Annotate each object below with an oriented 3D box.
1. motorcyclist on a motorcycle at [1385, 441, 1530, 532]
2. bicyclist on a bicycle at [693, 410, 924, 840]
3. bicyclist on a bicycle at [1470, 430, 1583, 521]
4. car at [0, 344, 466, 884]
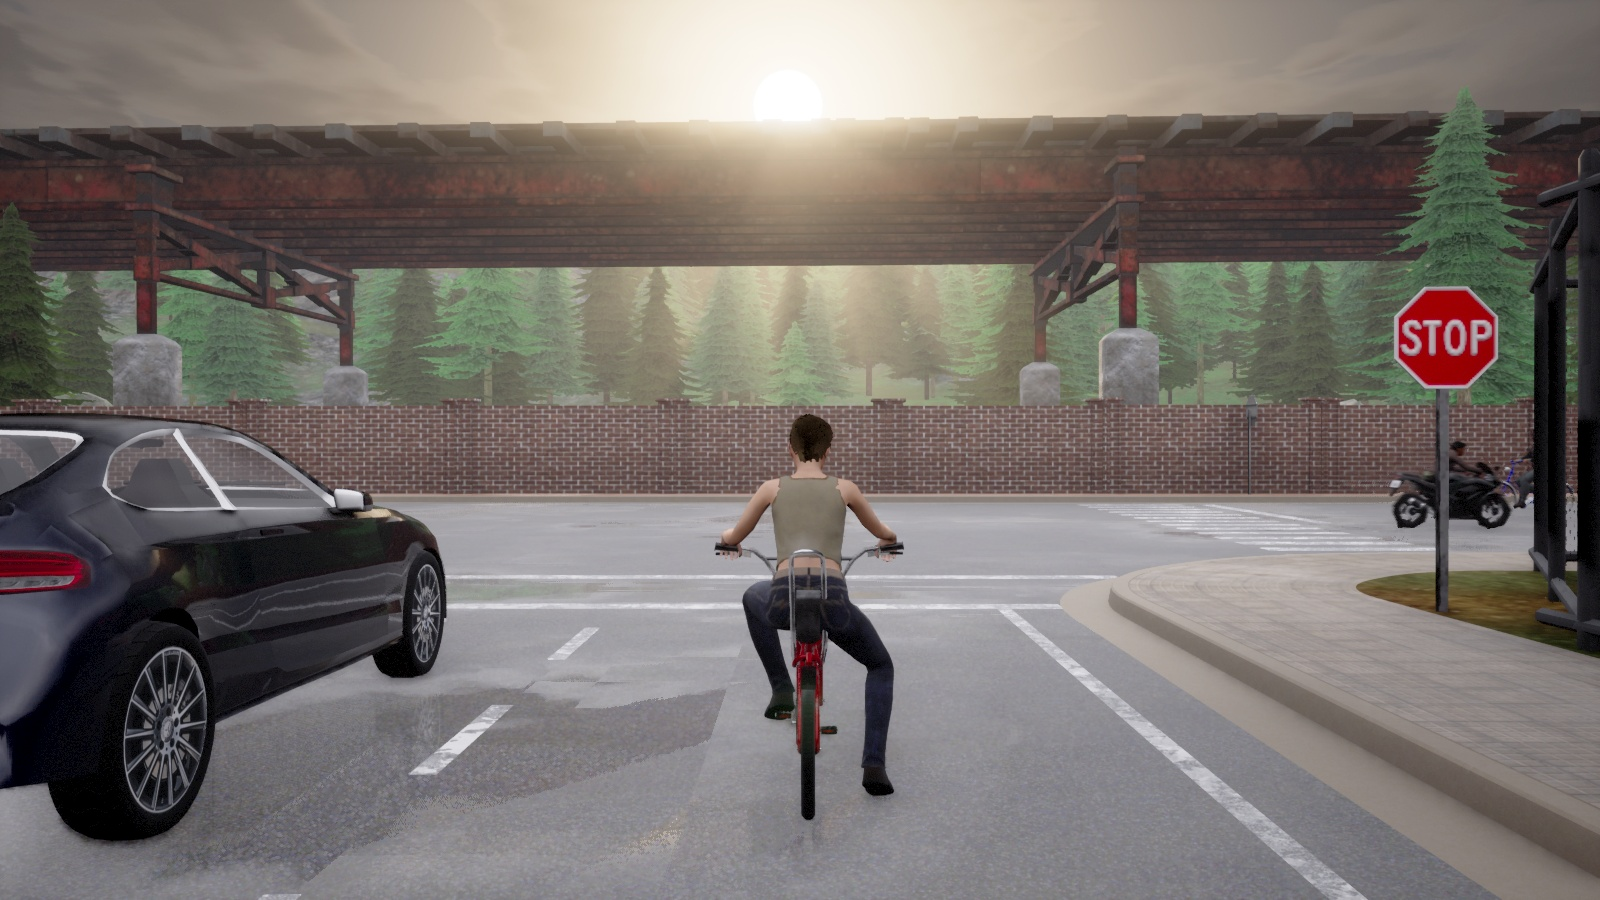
[{"bbox_3d":[11.208,0.616,21.452,2.044,1.523,0.797,0,0,1],"label":"motorcyclist on a motorcycle"},{"bbox_3d":[0.039,0.652,5.464,0.866,1.612,1.509,0,0,1],"label":"bicyclist on a bicycle"},{"bbox_3d":[14.387,0.488,24.900,1.843,1.776,0.659,0,0,1],"label":"bicyclist on a bicycle"},{"bbox_3d":[-3.448,0.486,6.353,2.152,1.651,5.027,0,0,0],"label":"car"}]
